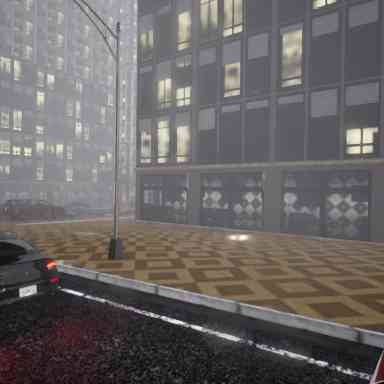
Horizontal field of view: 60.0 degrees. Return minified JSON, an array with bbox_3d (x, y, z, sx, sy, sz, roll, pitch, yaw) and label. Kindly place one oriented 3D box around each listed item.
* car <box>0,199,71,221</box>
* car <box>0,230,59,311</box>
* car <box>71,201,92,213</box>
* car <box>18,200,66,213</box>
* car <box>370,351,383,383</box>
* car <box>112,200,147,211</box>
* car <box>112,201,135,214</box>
[{"bbox_3d":[-13.780,1.518,29.228,2.192,1.841,5.009,1,0,36],"label":"car"},{"bbox_3d":[-4.674,1.522,7.001,4.674,1.442,1.812,0,0,35],"label":"car"},{"bbox_3d":[-13.874,1.742,38.848,1.994,1.385,4.181,1,0,37],"label":"car"},{"bbox_3d":[-17.290,1.641,38.599,1.752,1.417,4.829,1,0,36],"label":"car"},{"bbox_3d":[3.219,1.353,1.393,4.553,1.767,2.097,0,0,35],"label":"car"},{"bbox_3d":[-8.587,1.856,46.027,1.895,1.301,4.718,1,0,36],"label":"car"},{"bbox_3d":[-6.994,1.829,38.448,1.752,1.417,4.829,1,0,36],"label":"car"}]
